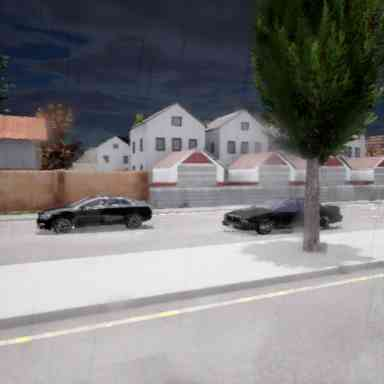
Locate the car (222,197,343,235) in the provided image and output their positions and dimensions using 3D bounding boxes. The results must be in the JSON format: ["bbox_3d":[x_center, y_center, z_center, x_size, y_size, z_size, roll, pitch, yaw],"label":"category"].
[{"bbox_3d":[4.001,0.931,14.384,5.357,1.411,2.033,-1,3,-24],"label":"car"}]

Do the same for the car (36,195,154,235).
[{"bbox_3d":[-4.129,0.885,14.592,4.902,1.511,2.128,-1,3,-24],"label":"car"}]
